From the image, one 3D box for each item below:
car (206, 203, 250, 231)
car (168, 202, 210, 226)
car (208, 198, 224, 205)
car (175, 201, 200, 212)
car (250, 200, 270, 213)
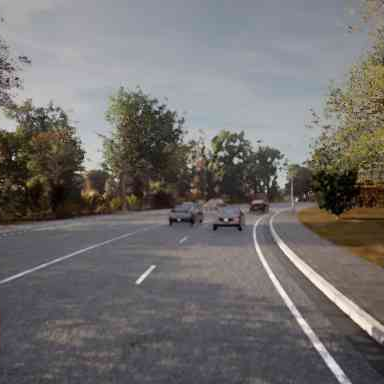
[{"bbox_3d":[2.514,1.701,21.993,2.033,1.411,5.357,-1,0,12],"label":"car"},{"bbox_3d":[-0.358,1.698,24.949,2.128,1.511,4.902,-1,-1,13],"label":"car"},{"bbox_3d":[3.164,1.792,47.372,2.097,1.767,4.553,-1,-1,24],"label":"car"},{"bbox_3d":[-0.648,2.077,47.323,1.994,1.385,4.181,-1,-1,23],"label":"car"},{"bbox_3d":[8.406,1.733,41.311,1.882,1.535,5.008,-2,-1,21],"label":"car"}]
